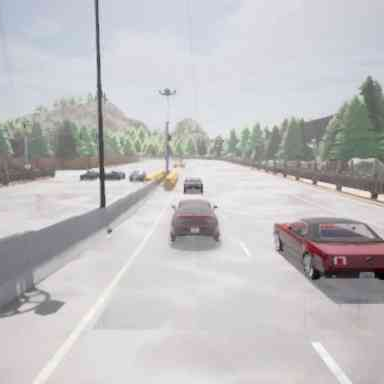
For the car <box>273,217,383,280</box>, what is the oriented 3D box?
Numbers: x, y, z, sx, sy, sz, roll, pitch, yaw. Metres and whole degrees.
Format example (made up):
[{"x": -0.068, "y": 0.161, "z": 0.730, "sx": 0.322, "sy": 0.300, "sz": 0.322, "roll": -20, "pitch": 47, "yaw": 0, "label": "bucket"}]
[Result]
[{"x": 3.603, "y": 1.327, "z": 9.037, "sx": 1.895, "sy": 1.301, "sz": 4.718, "roll": 0, "pitch": 3, "yaw": 0, "label": "car"}]

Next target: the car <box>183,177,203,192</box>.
[{"x": 0.127, "y": -0.828, "z": 32.764, "sx": 1.895, "sy": 1.301, "sz": 4.718, "roll": 0, "pitch": 7, "yaw": 0, "label": "car"}]

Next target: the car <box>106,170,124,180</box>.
[{"x": -10.404, "y": -2.356, "z": 45.768, "sx": 1.895, "sy": 1.301, "sz": 4.718, "roll": 0, "pitch": 7, "yaw": 0, "label": "car"}]

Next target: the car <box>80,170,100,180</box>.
[{"x": -13.903, "y": -2.366, "z": 45.858, "sx": 1.895, "sy": 1.301, "sz": 4.718, "roll": 0, "pitch": 7, "yaw": 0, "label": "car"}]

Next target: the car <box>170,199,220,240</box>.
[{"x": 0.104, "y": 0.992, "z": 13.635, "sx": 1.812, "sy": 1.442, "sz": 4.674, "roll": 0, "pitch": 4, "yaw": 0, "label": "car"}]

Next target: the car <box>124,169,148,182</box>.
[{"x": -6.944, "y": -2.163, "z": 43.200, "sx": 2.128, "sy": 1.511, "sz": 4.902, "roll": 0, "pitch": 7, "yaw": 1, "label": "car"}]
